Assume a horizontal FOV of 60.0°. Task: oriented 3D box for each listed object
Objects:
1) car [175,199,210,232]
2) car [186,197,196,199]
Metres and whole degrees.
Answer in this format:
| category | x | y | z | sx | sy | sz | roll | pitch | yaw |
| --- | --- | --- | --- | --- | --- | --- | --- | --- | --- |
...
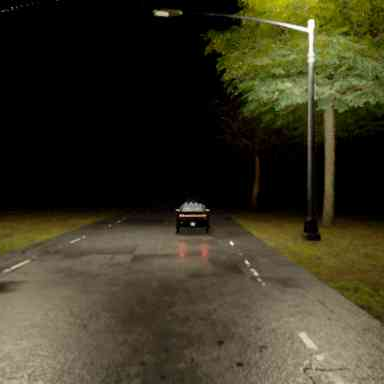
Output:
| category | x | y | z | sx | sy | sz | roll | pitch | yaw |
| --- | --- | --- | --- | --- | --- | --- | --- | --- | --- |
| car | 0.036 | 1.424 | 19.628 | 2.128 | 1.511 | 4.902 | 0 | 0 | 0 |
| car | -0.143 | 1.344 | 41.332 | 2.033 | 1.411 | 5.357 | 0 | 0 | -1 |
